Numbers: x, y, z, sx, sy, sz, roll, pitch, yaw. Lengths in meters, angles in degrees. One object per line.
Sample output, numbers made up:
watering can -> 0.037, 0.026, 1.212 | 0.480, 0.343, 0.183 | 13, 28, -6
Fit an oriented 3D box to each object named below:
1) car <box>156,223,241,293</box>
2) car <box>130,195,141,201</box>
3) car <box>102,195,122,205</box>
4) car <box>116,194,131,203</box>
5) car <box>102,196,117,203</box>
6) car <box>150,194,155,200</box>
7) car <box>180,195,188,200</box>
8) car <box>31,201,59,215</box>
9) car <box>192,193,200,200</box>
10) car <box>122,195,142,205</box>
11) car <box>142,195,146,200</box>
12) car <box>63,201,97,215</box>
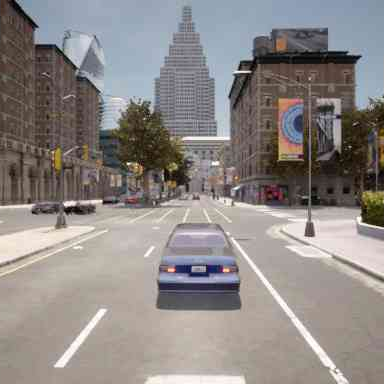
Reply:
car -> 0.176, 1.547, 8.984 | 2.033, 1.411, 5.357 | 0, 0, 1
car -> -13.941, 1.478, 82.607 | 1.882, 1.535, 5.008 | 0, 0, 1
car -> -14.325, 1.601, 58.731 | 1.895, 1.301, 4.718 | 0, 0, 1
car -> -14.121, 1.355, 68.837 | 2.097, 1.767, 4.553 | 0, 0, 1
car -> -17.357, 1.595, 69.885 | 1.895, 1.301, 4.718 | 0, 0, 1
car -> -10.414, 1.355, 84.651 | 2.097, 1.767, 4.553 | 0, 0, 1
car -> -2.342, 1.519, 90.138 | 1.812, 1.442, 4.674 | 0, 0, 1
car -> -14.676, 1.564, 33.961 | 1.994, 1.385, 4.181 | 0, 0, 1
car -> 1.158, 1.350, 90.063 | 2.097, 1.767, 4.553 | 0, 0, 1
car -> -10.806, 1.477, 59.911 | 1.882, 1.535, 5.008 | 0, 0, 1
car -> -10.600, 1.500, 70.369 | 1.837, 1.490, 4.892 | 0, 0, 1
car -> -11.183, 1.601, 33.498 | 1.895, 1.301, 4.718 | 0, 0, 1
